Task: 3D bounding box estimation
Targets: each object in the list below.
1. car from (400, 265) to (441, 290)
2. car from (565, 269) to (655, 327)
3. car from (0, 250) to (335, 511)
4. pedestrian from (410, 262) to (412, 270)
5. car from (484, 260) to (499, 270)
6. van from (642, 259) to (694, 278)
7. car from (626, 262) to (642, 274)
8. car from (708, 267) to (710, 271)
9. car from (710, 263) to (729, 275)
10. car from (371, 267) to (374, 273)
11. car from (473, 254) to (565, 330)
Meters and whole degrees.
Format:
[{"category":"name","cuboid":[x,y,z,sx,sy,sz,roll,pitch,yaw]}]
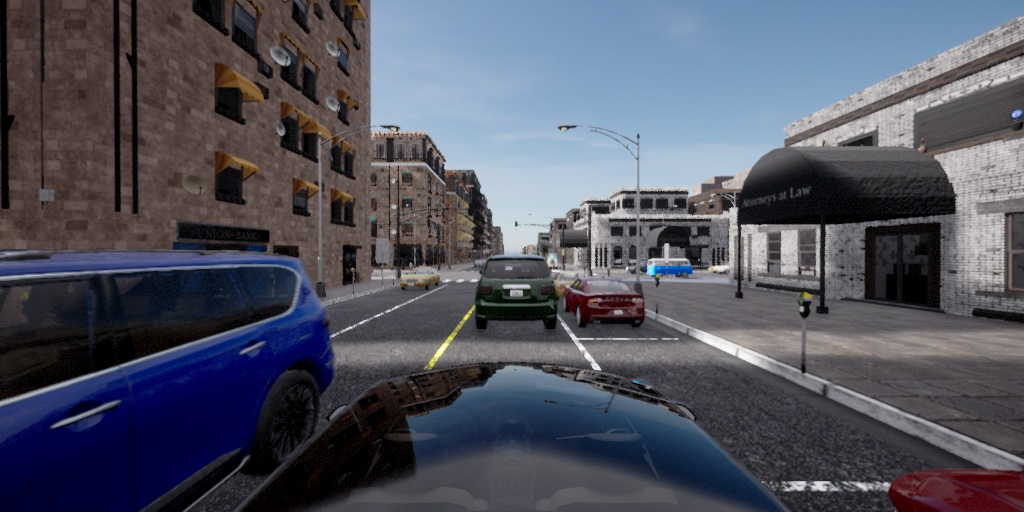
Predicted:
[{"category":"car","cuboid":[-5.659,1.274,22.549,1.751,1.417,4.829,0,0,0]},{"category":"car","cuboid":[2.704,1.293,11.308,1.888,1.381,4.507,0,0,0]},{"category":"car","cuboid":[-3.102,0.971,1.853,2.150,2.045,5.566,0,0,0]},{"category":"pedestrian","cuboid":[-12.564,1.204,44.614,0.500,1.100,0.500,0,0,0]},{"category":"car","cuboid":[-3.013,1.327,53.763,1.994,1.385,4.181,0,0,0]},{"category":"van","cuboid":[14.705,1.158,33.453,3.998,1.789,1.690,0,0,0]},{"category":"car","cuboid":[14.984,1.269,39.253,4.902,1.511,2.128,0,0,-2]},{"category":"car","cuboid":[25.547,1.313,41.897,4.829,1.417,1.751,0,0,0]},{"category":"car","cuboid":[24.826,1.404,39.300,4.718,1.301,1.895,0,0,0]},{"category":"car","cuboid":[-16.428,1.337,35.855,4.718,1.301,1.895,0,0,0]},{"category":"car","cuboid":[0.113,0.971,11.235,2.150,2.045,5.566,0,0,0]}]
